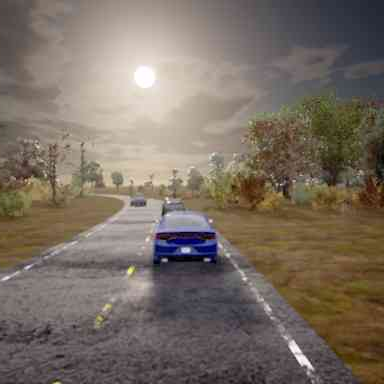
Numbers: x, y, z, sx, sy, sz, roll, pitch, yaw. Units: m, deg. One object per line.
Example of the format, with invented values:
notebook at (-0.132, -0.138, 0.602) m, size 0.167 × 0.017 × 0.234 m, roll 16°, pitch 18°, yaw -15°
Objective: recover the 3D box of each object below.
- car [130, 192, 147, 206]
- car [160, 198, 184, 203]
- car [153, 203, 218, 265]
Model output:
car at (-7.132, 0.943, 44.436) m, size 2.097 × 1.767 × 4.553 m, roll 0°, pitch 1°, yaw -10°
car at (-1.709, 1.223, 29.172) m, size 2.128 × 1.511 × 4.902 m, roll 0°, pitch 1°, yaw -6°
car at (-0.265, 1.373, 11.360) m, size 1.882 × 1.535 × 5.008 m, roll 0°, pitch 1°, yaw -3°
